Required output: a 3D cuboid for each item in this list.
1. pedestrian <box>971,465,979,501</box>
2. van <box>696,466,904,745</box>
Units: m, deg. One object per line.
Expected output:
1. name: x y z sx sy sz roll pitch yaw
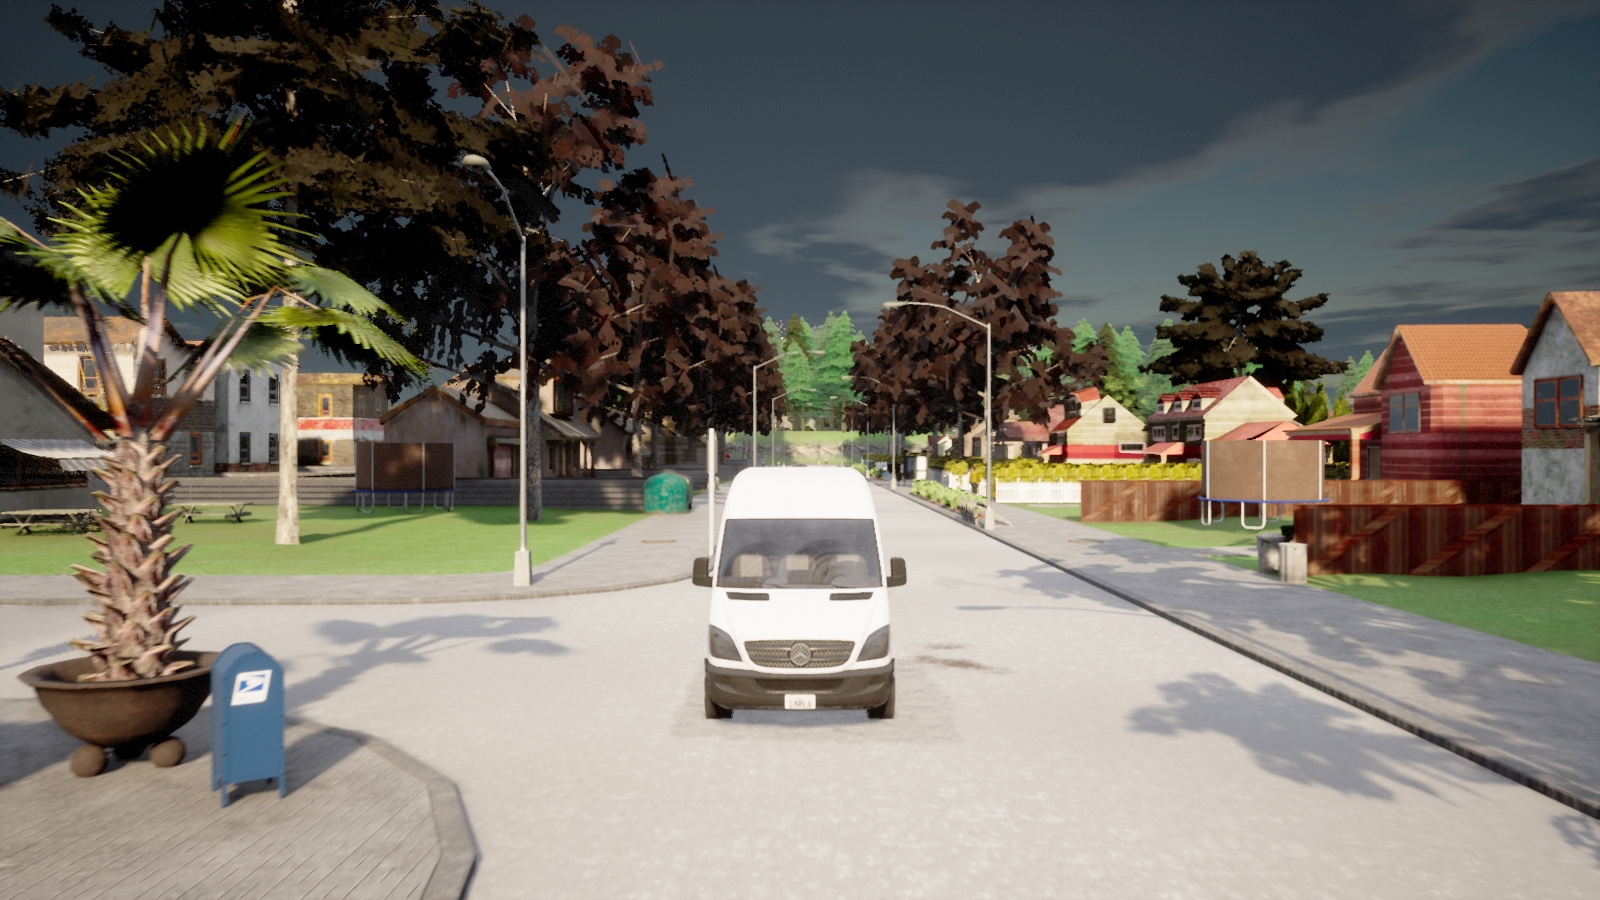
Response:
1. pedestrian: 9.145 1.703 59.793 0.375 1.860 0.375 0 0 17
2. van: 0.003 1.523 13.854 1.988 2.561 5.915 0 0 0
